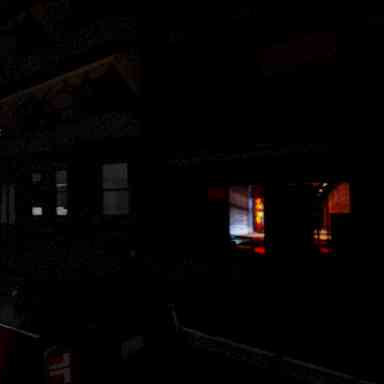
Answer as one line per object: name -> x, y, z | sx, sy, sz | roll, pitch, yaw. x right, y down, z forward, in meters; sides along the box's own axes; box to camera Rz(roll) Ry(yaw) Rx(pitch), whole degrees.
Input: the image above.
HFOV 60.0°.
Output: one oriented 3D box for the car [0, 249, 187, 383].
car -> -2.133, 1.466, 4.223 | 4.097, 1.590, 1.967 | 0, -1, 36
